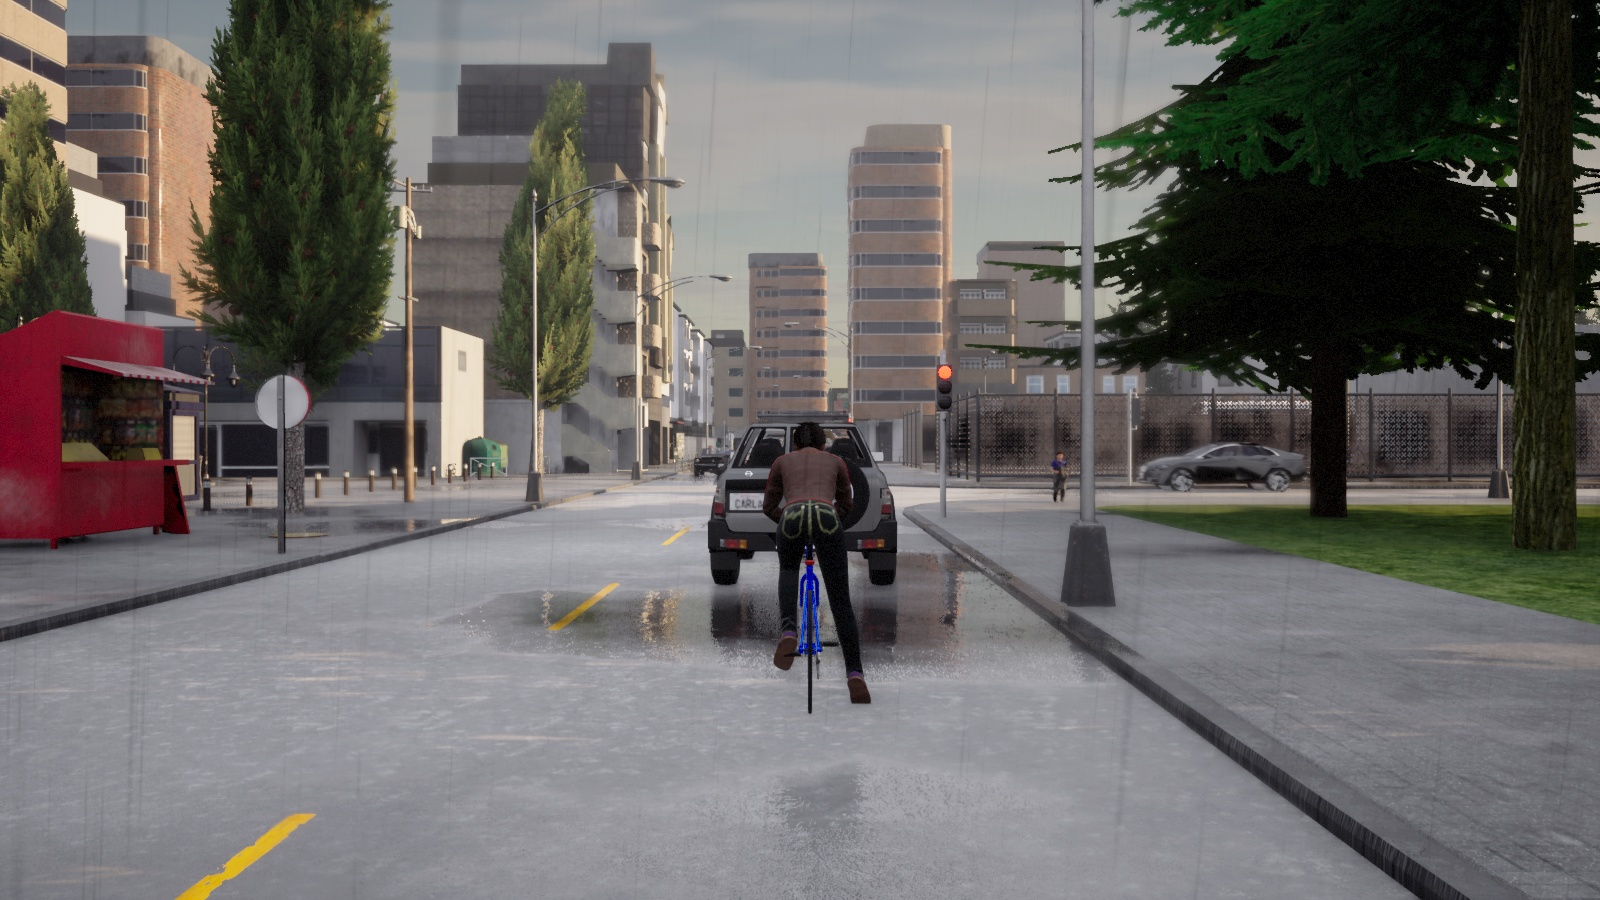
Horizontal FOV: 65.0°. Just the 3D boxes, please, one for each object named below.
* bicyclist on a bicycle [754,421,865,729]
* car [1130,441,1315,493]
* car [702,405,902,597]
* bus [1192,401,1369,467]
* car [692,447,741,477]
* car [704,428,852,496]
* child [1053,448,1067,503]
[{"bbox_3d":[0.056,0.657,7.439,0.582,1.620,1.656,0,0,0],"label":"bicyclist on a bicycle"},{"bbox_3d":[12.745,0.498,38.156,4.902,1.511,2.128,0,0,0],"label":"car"},{"bbox_3d":[0.069,0.482,14.471,1.932,1.855,4.605,0,0,1],"label":"car"},{"bbox_3d":[31.802,-1.076,83.504,10.273,4.253,3.944,0,0,4],"label":"bus"},{"bbox_3d":[-3.738,0.523,56.857,1.895,1.301,4.718,0,0,0],"label":"car"},{"bbox_3d":[-0.637,0.335,36.629,3.866,1.878,1.905,0,0,-26],"label":"car"},{"bbox_3d":[5.997,0.577,28.997,0.270,1.263,0.437,0,0,6],"label":"child"}]
